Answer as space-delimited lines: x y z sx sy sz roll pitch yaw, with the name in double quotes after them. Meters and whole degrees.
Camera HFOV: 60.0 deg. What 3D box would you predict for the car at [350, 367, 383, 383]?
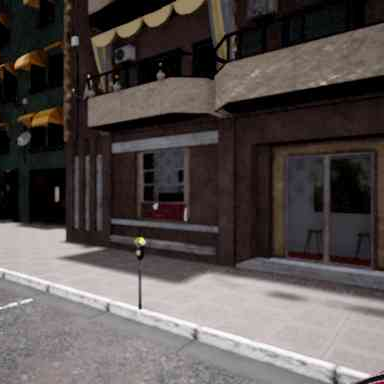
2.468 1.446 1.098 4.097 1.590 1.967 0 0 36 "car"
